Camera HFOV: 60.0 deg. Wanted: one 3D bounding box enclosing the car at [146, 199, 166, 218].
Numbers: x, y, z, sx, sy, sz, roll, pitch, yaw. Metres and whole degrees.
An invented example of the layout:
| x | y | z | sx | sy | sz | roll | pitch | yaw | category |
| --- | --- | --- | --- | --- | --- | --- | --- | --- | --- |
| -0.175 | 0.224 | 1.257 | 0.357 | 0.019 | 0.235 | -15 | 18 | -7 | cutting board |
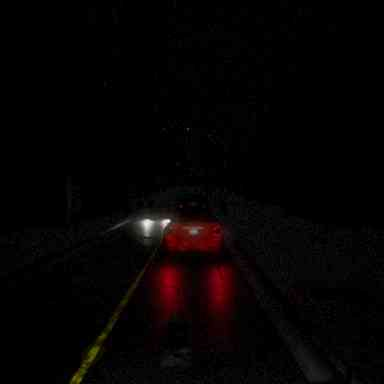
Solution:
| x | y | z | sx | sy | sz | roll | pitch | yaw | category |
| --- | --- | --- | --- | --- | --- | --- | --- | --- | --- |
| -2.835 | 1.373 | 28.857 | 1.882 | 1.535 | 5.008 | 0 | 1 | 0 | car |

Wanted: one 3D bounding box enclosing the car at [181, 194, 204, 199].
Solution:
| x | y | z | sx | sy | sz | roll | pitch | yaw | category |
| --- | --- | --- | --- | --- | --- | --- | --- | --- | --- |
| 0.053 | 1.133 | 27.053 | 2.150 | 2.045 | 5.566 | 0 | 0 | 0 | car |

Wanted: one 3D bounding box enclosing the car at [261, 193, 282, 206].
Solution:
| x | y | z | sx | sy | sz | roll | pitch | yaw | category |
| --- | --- | --- | --- | --- | --- | --- | --- | --- | --- |
| 12.701 | 1.082 | 48.934 | 5.009 | 1.841 | 2.192 | 1 | 0 | 0 | car |

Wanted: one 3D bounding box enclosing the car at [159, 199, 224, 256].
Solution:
| x | y | z | sx | sy | sz | roll | pitch | yaw | category |
| --- | --- | --- | --- | --- | --- | --- | --- | --- | --- |
| 0.061 | 1.331 | 13.175 | 2.097 | 1.767 | 4.553 | 0 | 0 | 0 | car |
